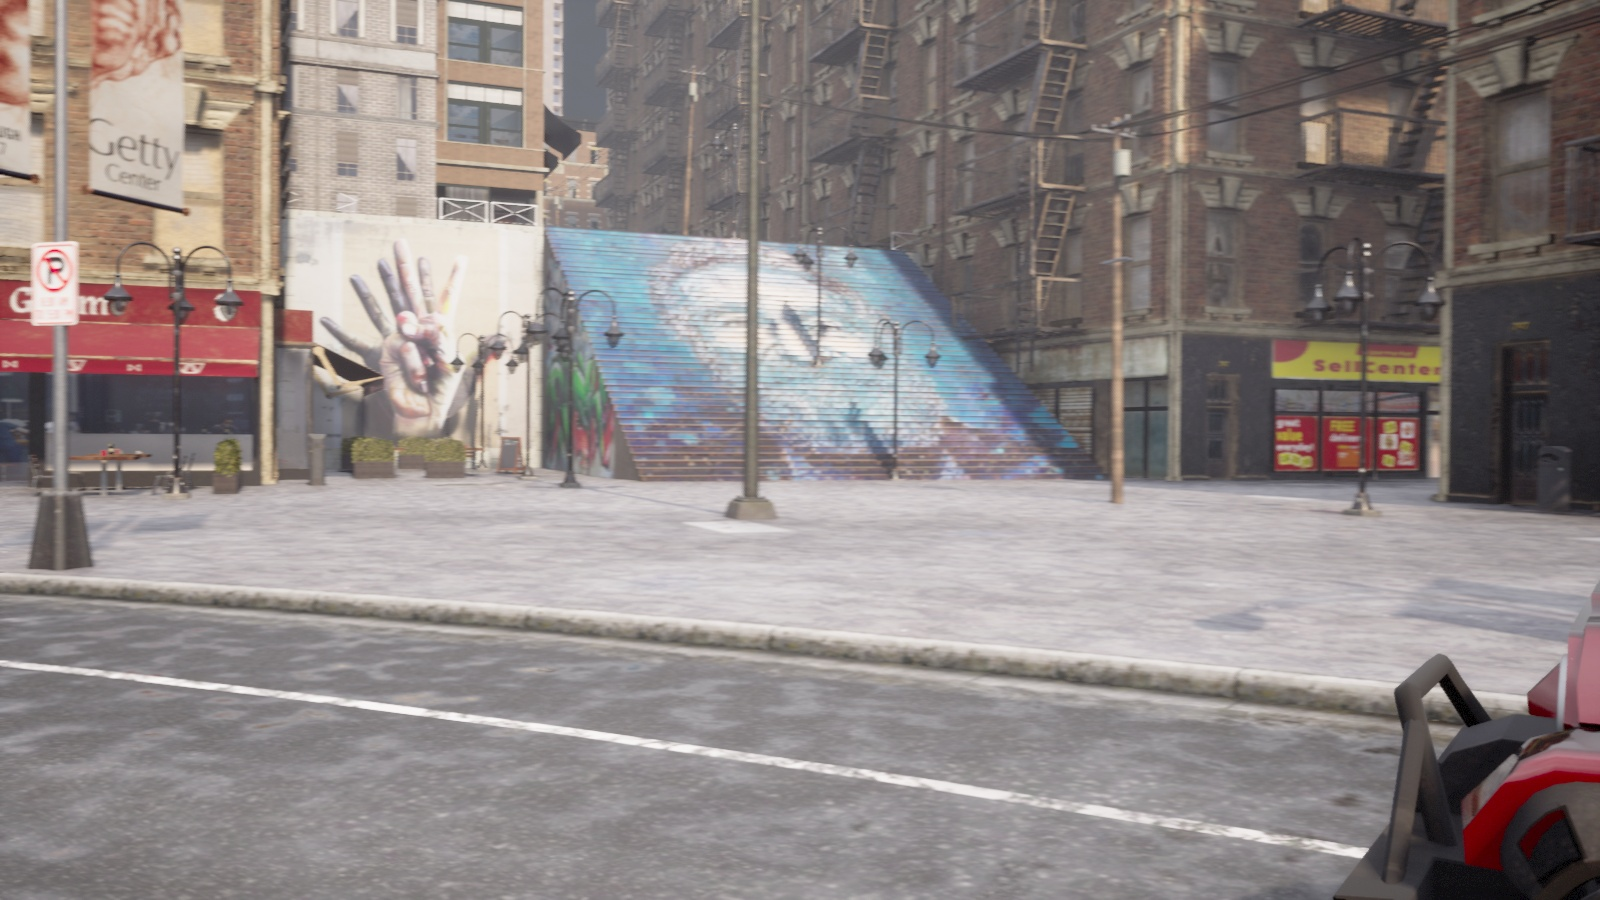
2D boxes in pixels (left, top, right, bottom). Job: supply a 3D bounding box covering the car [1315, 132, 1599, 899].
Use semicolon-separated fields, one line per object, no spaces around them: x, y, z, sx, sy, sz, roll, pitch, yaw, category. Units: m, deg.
2.958;0.473;1.682;3.866;1.878;1.905;0;1;35;car
